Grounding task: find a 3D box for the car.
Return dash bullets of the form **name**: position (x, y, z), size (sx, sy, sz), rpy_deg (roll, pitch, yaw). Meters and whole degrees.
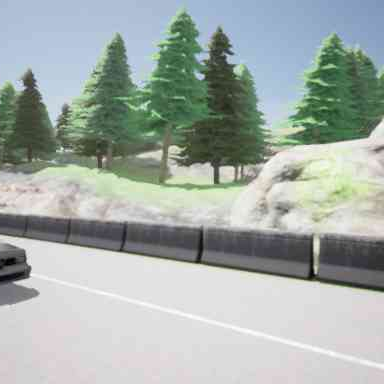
- **car**: position (-6.208, 1.571, 8.414), size (5.357, 1.411, 2.033), rpy_deg (0, 0, 35)
